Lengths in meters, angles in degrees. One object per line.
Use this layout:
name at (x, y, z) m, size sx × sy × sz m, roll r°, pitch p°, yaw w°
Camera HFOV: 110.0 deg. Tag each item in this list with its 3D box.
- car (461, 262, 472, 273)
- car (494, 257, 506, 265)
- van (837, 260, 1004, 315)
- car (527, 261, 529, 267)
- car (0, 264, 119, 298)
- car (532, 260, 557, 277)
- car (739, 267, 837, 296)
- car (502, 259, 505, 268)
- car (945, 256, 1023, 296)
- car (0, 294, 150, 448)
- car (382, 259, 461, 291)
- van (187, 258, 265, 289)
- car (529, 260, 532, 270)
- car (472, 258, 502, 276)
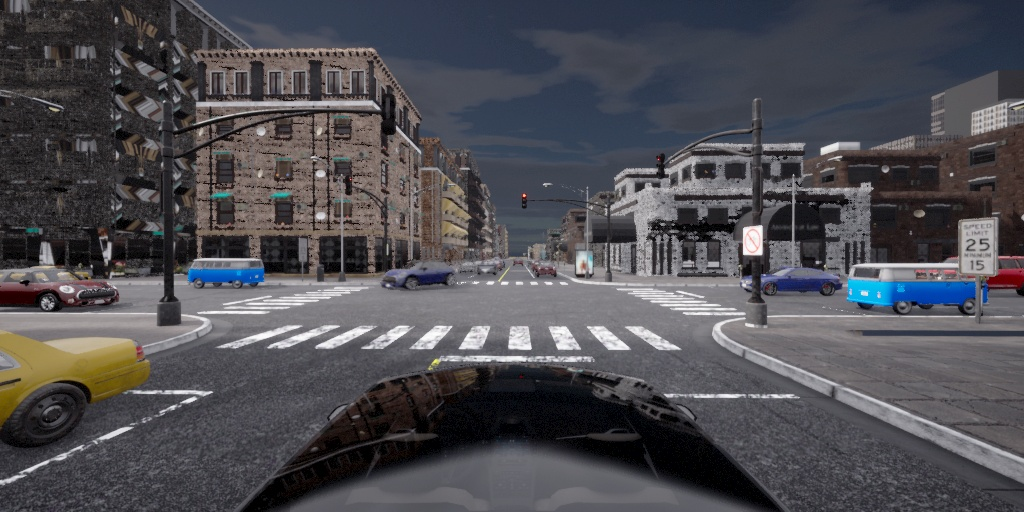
car at (-5.023, 1.311, 40.939) m, size 2.007 × 1.370 × 4.403 m, roll 0°, pitch 0°, yaw 1°
car at (-2.080, 1.269, 59.687) m, size 2.128 × 1.511 × 4.902 m, roll 0°, pitch 0°, yaw 1°
van at (14.851, 1.156, 13.208) m, size 3.998 × 1.789 × 1.690 m, roll 0°, pitch 0°, yaw 1°
car at (3.552, 1.321, 52.199) m, size 2.007 × 1.370 × 4.403 m, roll 0°, pitch 0°, yaw 1°
car at (-17.526, 1.190, 13.523) m, size 4.097 × 1.591 × 1.967 m, roll 0°, pitch 0°, yaw 1°
car at (3.259, 1.195, 35.111) m, size 1.967 × 1.591 × 4.097 m, roll 0°, pitch 0°, yaw 1°
car at (14.691, 1.298, 18.993) m, size 4.674 × 1.442 × 1.812 m, roll 0°, pitch 0°, yaw 2°
car at (-2.302, 1.293, 48.384) m, size 1.812 × 1.442 × 4.674 m, roll 0°, pitch 0°, yaw 1°
car at (24.354, 1.019, 18.900) m, size 5.566 × 2.045 × 2.150 m, roll 0°, pitch 0°, yaw 0°
car at (-5.680, 1.275, 2.623) m, size 1.751 × 1.417 × 4.829 m, roll 0°, pitch 0°, yaw 1°
car at (-5.643, 1.061, 21.984) m, size 2.097 × 1.767 × 4.553 m, roll 0°, pitch 0°, yaw 36°
van at (-17.426, 1.030, 21.903) m, size 3.998 × 1.789 × 1.690 m, roll 0°, pitch 0°, yaw 1°
car at (3.454, 1.347, 46.503) m, size 1.802 × 1.307 × 4.207 m, roll 0°, pitch 0°, yaw 1°
car at (-2.502, 1.250, 36.813) m, size 2.128 × 1.511 × 4.902 m, roll 0°, pitch 0°, yaw 1°
